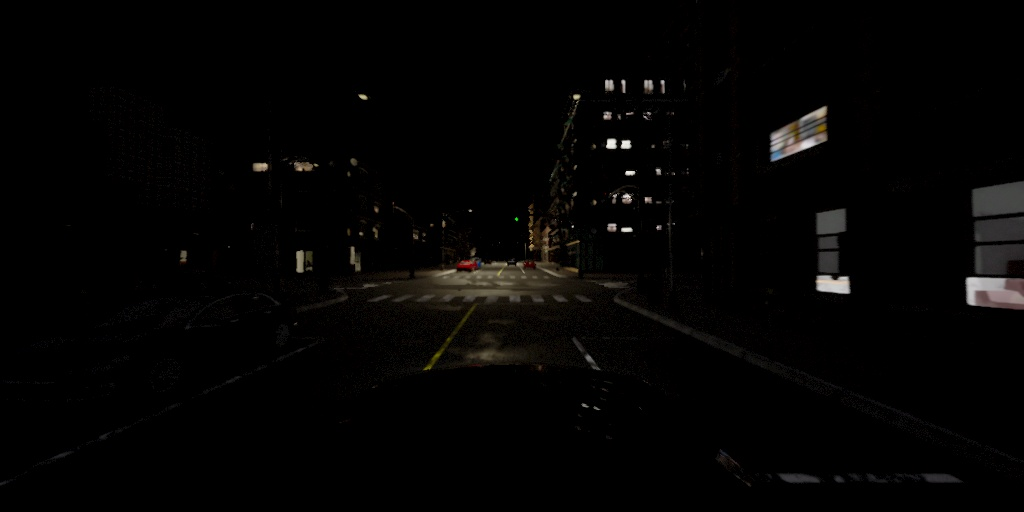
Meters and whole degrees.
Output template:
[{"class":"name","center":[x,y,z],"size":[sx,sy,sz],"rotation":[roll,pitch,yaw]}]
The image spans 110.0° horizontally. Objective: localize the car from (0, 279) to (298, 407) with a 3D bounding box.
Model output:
[{"class":"car","center":[-5.690,1.305,6.379],"size":[2.007,1.370,4.403],"rotation":[0,0,0]}]

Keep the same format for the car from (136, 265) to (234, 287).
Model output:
[{"class":"car","center":[-19.295,1.381,21.625],"size":[4.507,1.381,1.888],"rotation":[0,0,1]}]

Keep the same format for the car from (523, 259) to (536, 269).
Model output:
[{"class":"car","center":[2.689,1.238,55.765],"size":[1.967,1.591,4.097],"rotation":[0,0,0]}]

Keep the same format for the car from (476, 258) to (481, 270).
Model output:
[{"class":"car","center":[-5.692,1.338,50.016],"size":[1.888,1.381,4.507],"rotation":[0,0,0]}]

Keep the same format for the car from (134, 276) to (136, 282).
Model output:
[{"class":"car","center":[-29.315,1.531,30.356],"size":[4.097,1.591,1.967],"rotation":[0,0,1]}]

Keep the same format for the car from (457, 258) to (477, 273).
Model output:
[{"class":"car","center":[-5.768,1.333,44.335],"size":[1.888,1.381,4.507],"rotation":[0,0,0]}]
